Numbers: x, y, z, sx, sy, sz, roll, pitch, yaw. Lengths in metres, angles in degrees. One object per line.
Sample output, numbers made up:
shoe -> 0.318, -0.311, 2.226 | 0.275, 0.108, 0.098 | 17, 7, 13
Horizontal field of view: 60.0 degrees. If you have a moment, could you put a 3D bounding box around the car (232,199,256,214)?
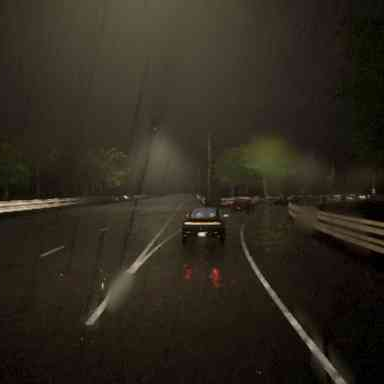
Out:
car -> 5.487, 1.458, 35.351 | 1.882, 1.535, 5.008 | 0, 0, 20

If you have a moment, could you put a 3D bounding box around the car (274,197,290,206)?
car -> 14.698, 1.494, 53.238 | 1.994, 1.385, 4.181 | 0, 0, 34

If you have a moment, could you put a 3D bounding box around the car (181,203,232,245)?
car -> 0.688, 1.476, 15.656 | 2.128, 1.511, 4.902 | 0, 0, 7
